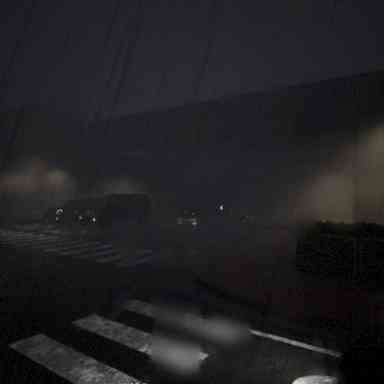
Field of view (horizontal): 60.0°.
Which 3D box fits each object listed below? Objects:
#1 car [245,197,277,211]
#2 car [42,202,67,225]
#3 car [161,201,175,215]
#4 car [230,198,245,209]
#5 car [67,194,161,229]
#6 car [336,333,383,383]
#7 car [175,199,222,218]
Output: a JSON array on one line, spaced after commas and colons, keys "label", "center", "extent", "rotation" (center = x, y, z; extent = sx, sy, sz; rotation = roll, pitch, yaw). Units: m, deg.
[{"label": "car", "center": [8.814, 1.409, 40.690], "extent": [2.128, 1.511, 4.902], "rotation": [0, 0, 36]}, {"label": "car", "center": [-8.007, 1.250, 23.260], "extent": [2.097, 1.767, 4.553], "rotation": [0, 0, 37]}, {"label": "car", "center": [-2.738, 1.499, 30.549], "extent": [1.895, 1.301, 4.718], "rotation": [0, 0, 36]}, {"label": "car", "center": [7.135, 1.447, 44.355], "extent": [2.033, 1.411, 5.357], "rotation": [0, 0, 36]}, {"label": "car", "center": [-4.858, 1.138, 21.549], "extent": [2.150, 2.045, 5.566], "rotation": [0, 0, 35]}, {"label": "car", "center": [3.242, 1.535, 1.683], "extent": [4.674, 1.442, 1.812], "rotation": [1, 0, 36]}, {"label": "car", "center": [0.901, 1.421, 29.622], "extent": [1.837, 1.490, 4.892], "rotation": [0, 0, 35]}]
